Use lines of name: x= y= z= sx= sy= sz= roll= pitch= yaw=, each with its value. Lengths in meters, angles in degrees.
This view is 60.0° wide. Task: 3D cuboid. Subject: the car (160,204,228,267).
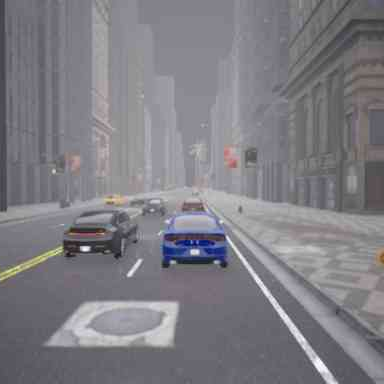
car: x=0.083 y=1.375 z=11.111 sx=1.882 sy=1.535 sz=5.008 roll=0 pitch=1 yaw=0

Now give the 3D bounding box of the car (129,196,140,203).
car: x=-6.589 y=1.213 z=41.680 sx=1.895 sy=1.301 sz=4.718 roll=0 pitch=1 yaw=0

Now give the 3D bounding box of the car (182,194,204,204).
car: x=0.094 y=1.200 z=29.947 sx=1.882 sy=1.535 sz=5.008 roll=0 pitch=1 yaw=0

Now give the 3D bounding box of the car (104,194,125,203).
car: x=-9.834 y=1.081 z=42.549 sx=1.882 sy=1.535 sz=5.008 roll=0 pitch=1 yaw=0

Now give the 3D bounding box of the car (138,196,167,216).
car: x=-3.159 y=1.258 z=28.808 sx=1.812 sy=1.442 sz=4.674 roll=0 pitch=1 yaw=0

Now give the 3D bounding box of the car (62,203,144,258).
car: x=-3.161 y=1.393 z=12.300 sx=1.837 sy=1.490 sz=4.892 roll=0 pitch=1 yaw=0

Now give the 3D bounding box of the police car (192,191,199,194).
police car: x=0.972 y=0.484 z=94.152 sx=1.930 sy=1.638 sz=5.238 roll=0 pitch=1 yaw=0

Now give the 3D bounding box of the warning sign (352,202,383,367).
warning sign: x=2.858 y=1.078 z=4.032 sx=1.300 sy=1.860 sz=1.060 roll=1 pitch=1 yaw=0
